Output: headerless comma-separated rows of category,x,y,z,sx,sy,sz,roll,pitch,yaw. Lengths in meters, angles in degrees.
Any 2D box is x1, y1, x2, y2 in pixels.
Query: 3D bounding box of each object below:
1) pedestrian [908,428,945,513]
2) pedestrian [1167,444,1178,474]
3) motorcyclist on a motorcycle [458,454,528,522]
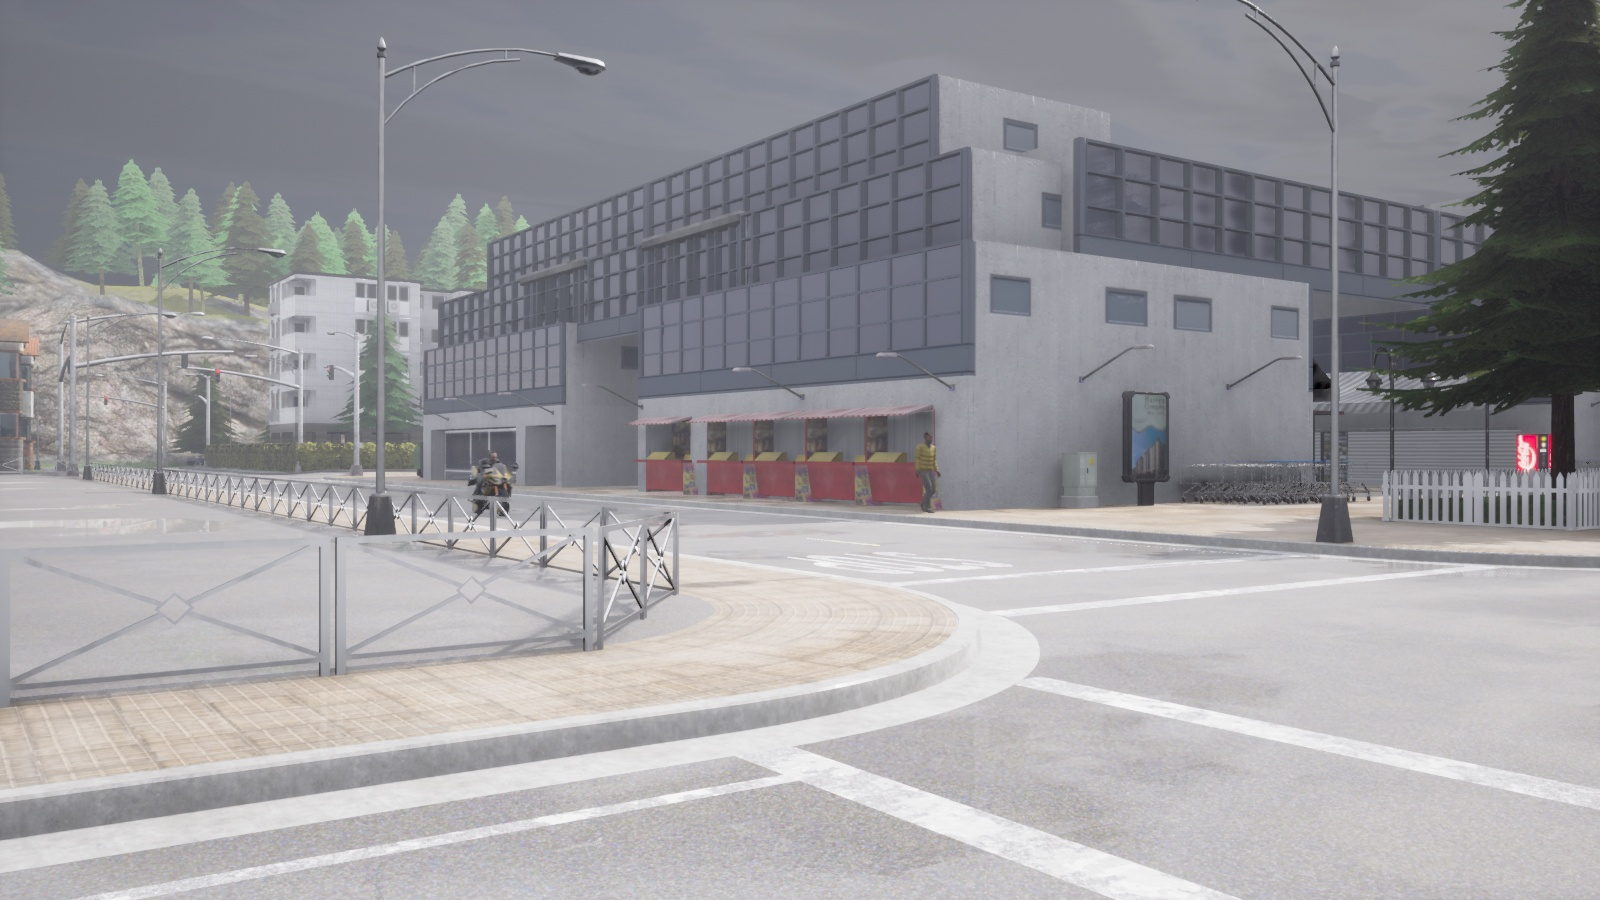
pedestrian,2.777,0.452,27.578,0.431,1.840,0.709,0,0,-37
pedestrian,22.924,0.531,77.283,0.345,1.836,0.594,0,0,-36
motorcyclist on a motorcycle,-7.187,0.852,29.350,0.866,1.530,2.191,0,0,-34
